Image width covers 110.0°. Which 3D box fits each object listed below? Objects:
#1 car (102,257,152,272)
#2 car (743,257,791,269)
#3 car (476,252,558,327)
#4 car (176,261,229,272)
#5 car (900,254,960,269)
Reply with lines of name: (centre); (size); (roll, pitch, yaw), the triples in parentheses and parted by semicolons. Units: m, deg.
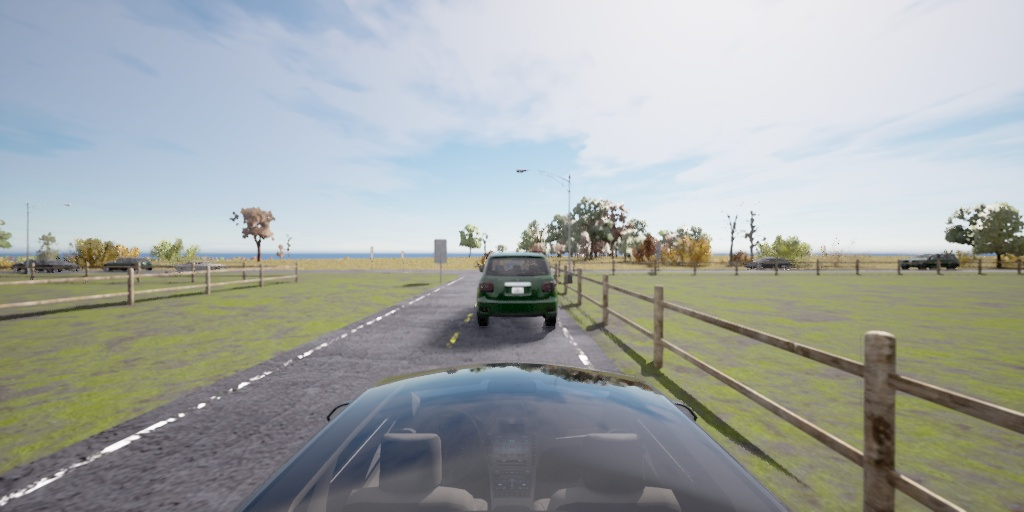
car: (-46.369, 0.966, 43.195); (4.553, 1.767, 2.097); (0, 0, 1)
car: (30.226, 0.924, 42.583); (4.892, 1.490, 1.837); (0, 0, 1)
car: (0.113, 0.910, 11.417); (2.150, 2.045, 5.566); (0, 0, -1)
car: (-34.589, 1.200, 40.207); (4.718, 1.301, 1.895); (0, 0, 1)
car: (49.162, 0.726, 42.323); (5.566, 2.045, 2.150); (0, 0, 0)
